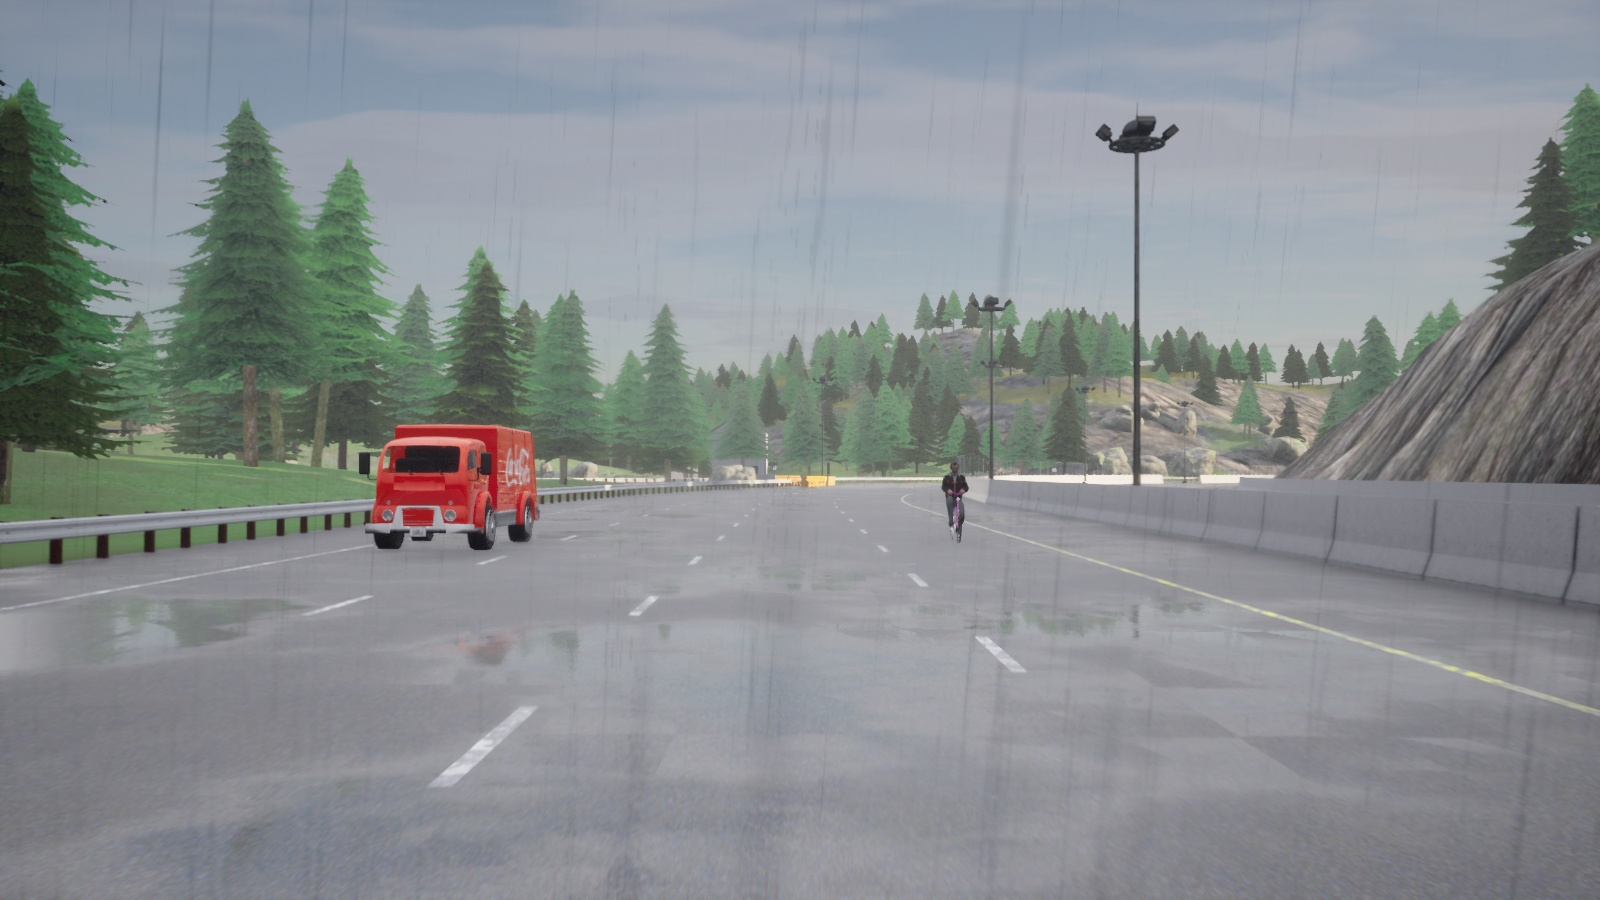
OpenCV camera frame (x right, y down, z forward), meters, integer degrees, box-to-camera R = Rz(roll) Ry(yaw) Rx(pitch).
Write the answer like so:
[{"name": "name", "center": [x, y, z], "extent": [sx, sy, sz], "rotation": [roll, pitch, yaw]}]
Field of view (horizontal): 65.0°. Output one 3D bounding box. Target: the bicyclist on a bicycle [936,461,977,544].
[{"name": "bicyclist on a bicycle", "center": [3.432, 1.134, 27.600], "extent": [0.659, 1.776, 1.843], "rotation": [0, -1, 0]}]

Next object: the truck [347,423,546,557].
[{"name": "truck", "center": [-7.065, 0.788, 25.821], "extent": [2.627, 2.467, 5.204], "rotation": [0, -1, 0]}]
